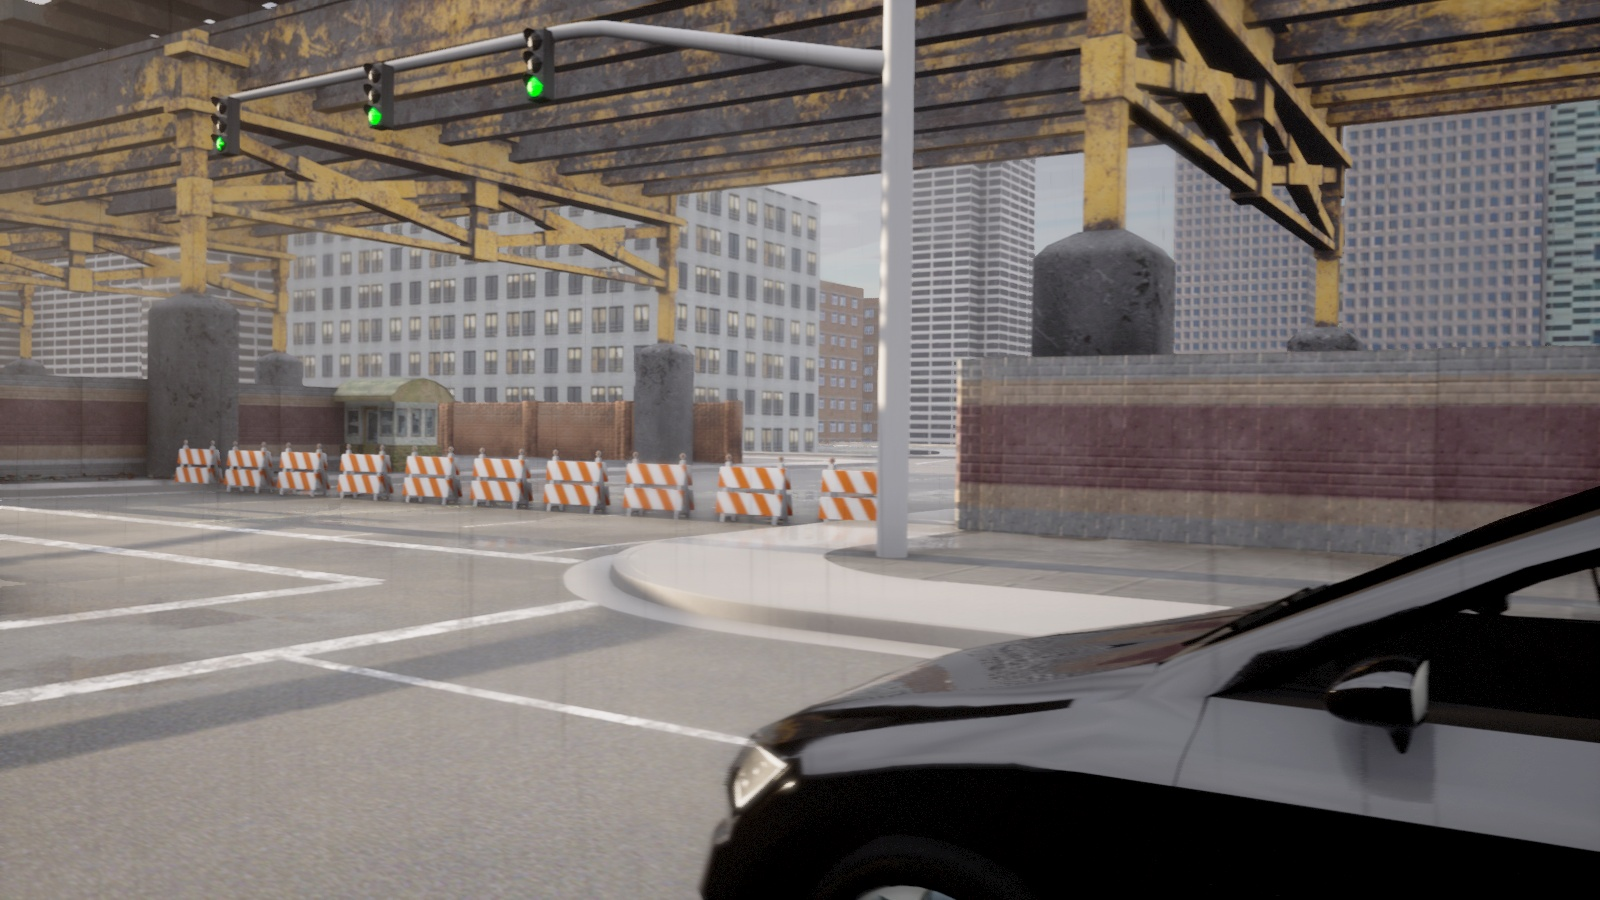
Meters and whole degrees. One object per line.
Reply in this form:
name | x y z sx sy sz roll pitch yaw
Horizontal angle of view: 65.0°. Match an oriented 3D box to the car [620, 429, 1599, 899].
car | 1.852 0.697 2.393 4.193 1.474 1.816 0 1 34
